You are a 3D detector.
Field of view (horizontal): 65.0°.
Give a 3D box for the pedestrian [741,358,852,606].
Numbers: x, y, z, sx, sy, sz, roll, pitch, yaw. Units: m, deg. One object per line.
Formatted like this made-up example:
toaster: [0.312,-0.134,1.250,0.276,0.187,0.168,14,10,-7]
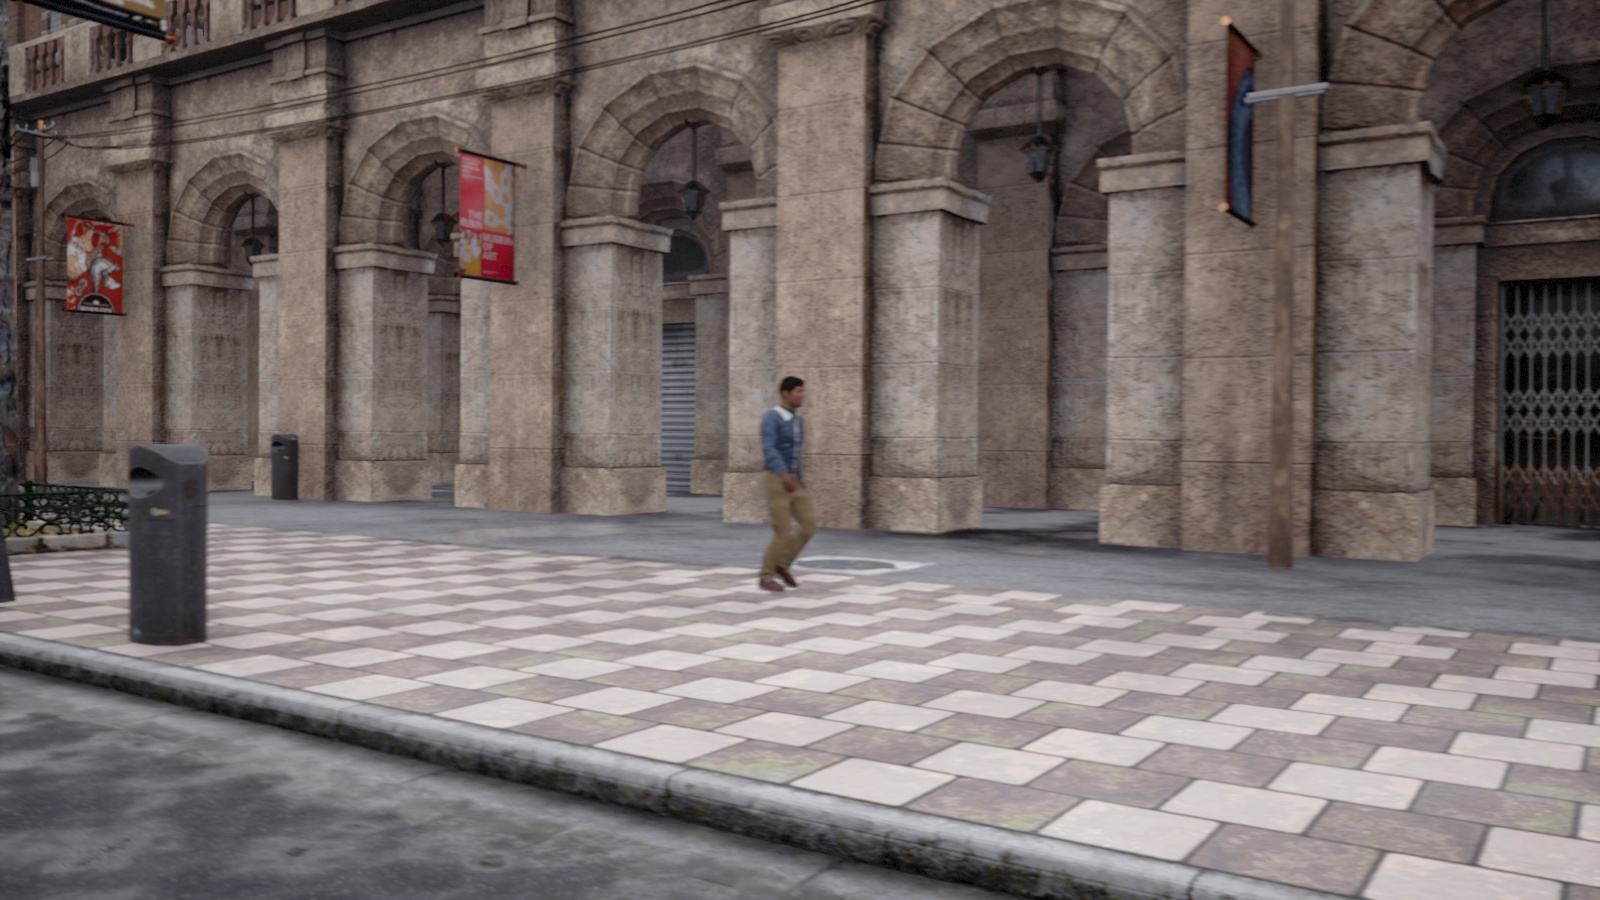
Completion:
pedestrian: [-0.031,0.248,10.269,0.788,1.949,0.423,0,1,34]
